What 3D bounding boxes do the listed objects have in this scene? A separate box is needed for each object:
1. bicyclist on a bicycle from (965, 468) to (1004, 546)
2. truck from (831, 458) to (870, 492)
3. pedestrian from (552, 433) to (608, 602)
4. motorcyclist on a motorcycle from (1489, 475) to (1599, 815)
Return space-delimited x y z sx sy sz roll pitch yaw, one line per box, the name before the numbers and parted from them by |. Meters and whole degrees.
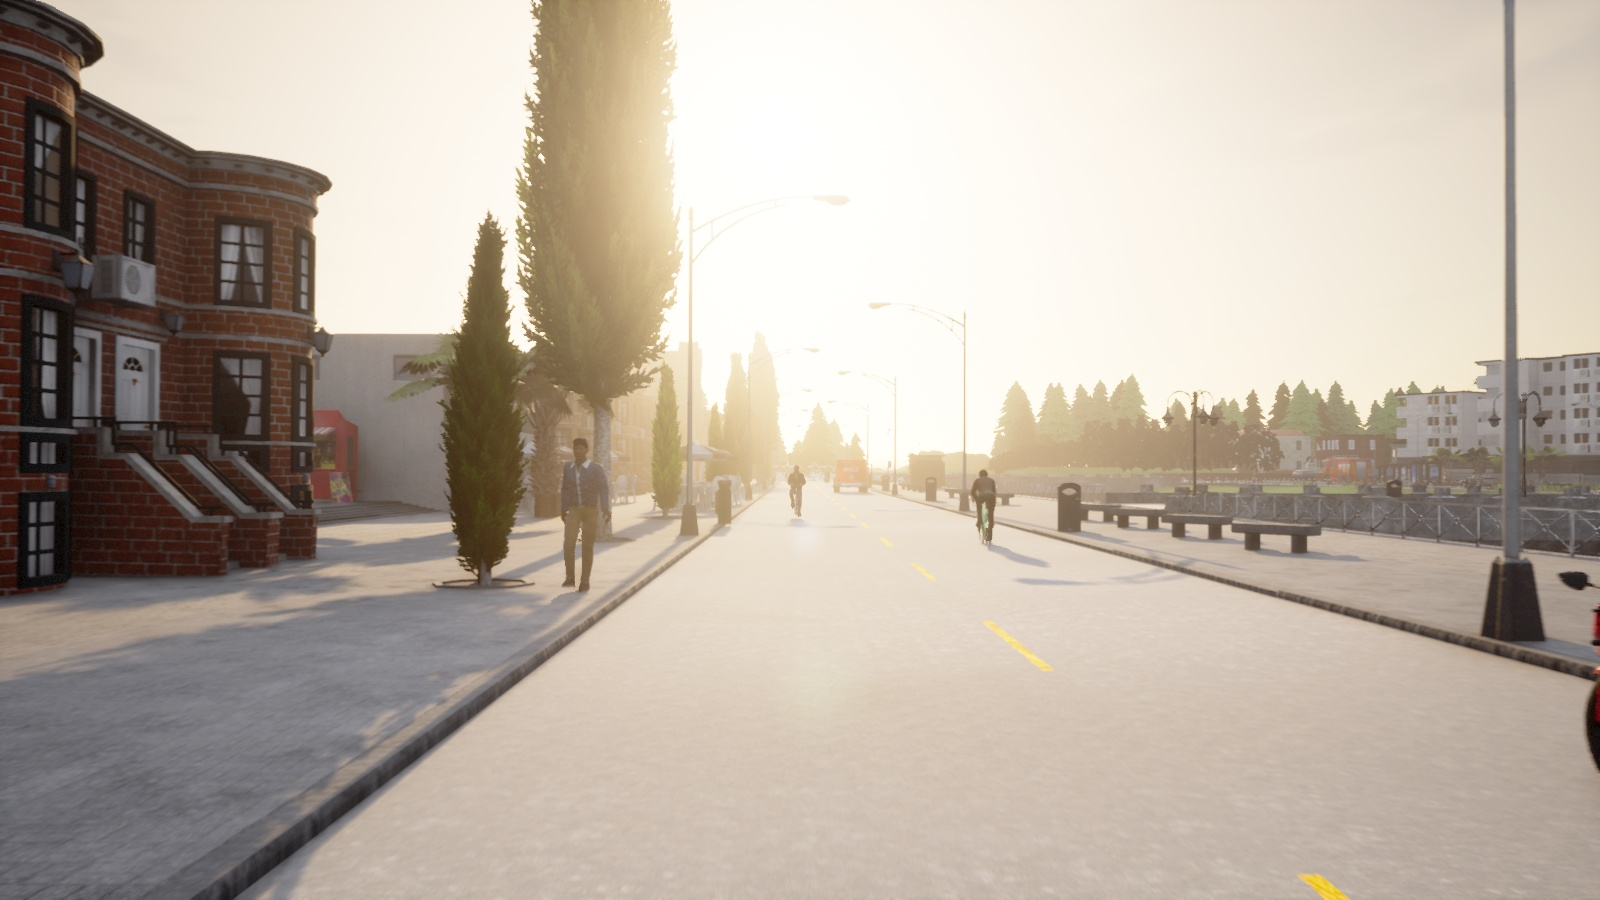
bicyclist on a bicycle | 3.929 1.201 26.826 0.582 1.620 1.656 0 -1 0
truck | 3.753 1.891 94.272 2.627 2.467 5.204 0 -1 0
pedestrian | -2.599 0.784 14.864 0.423 1.949 0.788 0 -1 8
motorcyclist on a motorcycle | 3.984 0.873 5.489 0.797 1.523 2.044 0 -1 0
